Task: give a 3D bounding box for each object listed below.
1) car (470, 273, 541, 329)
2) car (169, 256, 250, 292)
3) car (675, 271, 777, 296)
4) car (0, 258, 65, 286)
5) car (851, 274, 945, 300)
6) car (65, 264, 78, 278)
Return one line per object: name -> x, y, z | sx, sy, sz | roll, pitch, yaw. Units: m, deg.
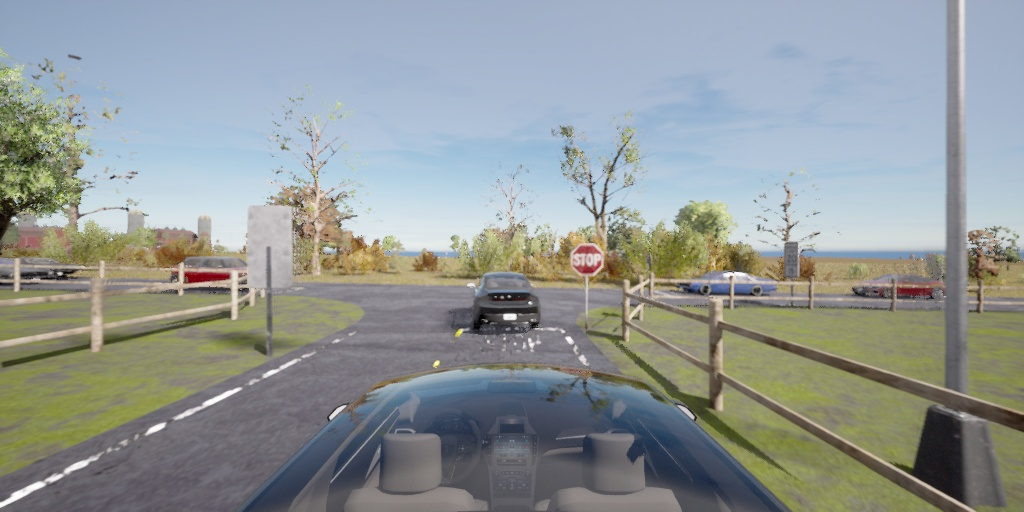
car -> -0.332, 1.267, 11.383 | 1.837, 1.490, 4.892 | 0, 0, -7
car -> -14.820, 0.849, 18.649 | 4.553, 1.767, 2.097 | 1, 1, 0
car -> 12.809, 1.606, 21.556 | 5.357, 1.411, 2.033 | 1, 1, -1
car -> -27.381, 0.771, 18.659 | 5.357, 1.411, 2.033 | 1, 1, 0
car -> 23.274, 1.807, 21.559 | 4.674, 1.442, 1.812 | 1, 1, 0
car -> -29.545, 0.744, 21.617 | 4.718, 1.301, 1.895 | 1, 1, 0
